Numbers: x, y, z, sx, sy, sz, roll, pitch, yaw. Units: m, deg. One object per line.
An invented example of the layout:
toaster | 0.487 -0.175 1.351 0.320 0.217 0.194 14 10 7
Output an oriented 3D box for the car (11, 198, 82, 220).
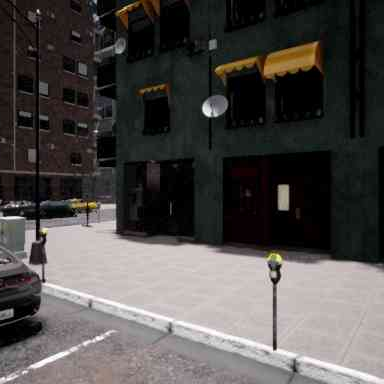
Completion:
car | -11.150 1.342 25.732 1.994 1.385 4.181 0 1 35

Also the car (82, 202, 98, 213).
car | -10.933 1.249 30.537 1.752 1.417 4.829 1 1 35

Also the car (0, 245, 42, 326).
car | -4.496 1.551 6.092 4.403 1.369 2.008 0 0 36

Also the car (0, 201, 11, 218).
car | -14.029 1.349 26.116 2.008 1.369 4.403 1 1 35
